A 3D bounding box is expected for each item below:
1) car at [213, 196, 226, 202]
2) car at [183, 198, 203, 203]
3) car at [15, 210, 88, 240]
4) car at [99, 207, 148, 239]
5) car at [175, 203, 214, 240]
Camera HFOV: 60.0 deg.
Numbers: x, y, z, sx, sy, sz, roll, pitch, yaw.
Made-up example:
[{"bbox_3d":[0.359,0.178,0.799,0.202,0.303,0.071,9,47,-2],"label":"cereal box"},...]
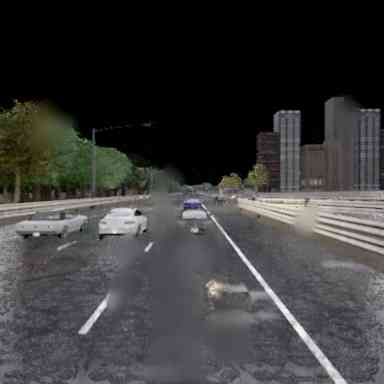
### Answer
[{"bbox_3d":[5.718,1.435,68.950,2.033,1.411,5.357,0,0,-7],"label":"car"},{"bbox_3d":[0.109,1.410,35.114,1.882,1.535,5.008,0,0,0],"label":"car"},{"bbox_3d":[-6.896,1.579,16.979,1.895,1.301,4.718,0,0,0],"label":"car"},{"bbox_3d":[-3.397,1.504,16.947,1.812,1.442,4.674,0,0,0],"label":"car"},{"bbox_3d":[0.117,1.504,16.897,1.812,1.442,4.674,0,0,0],"label":"car"}]
